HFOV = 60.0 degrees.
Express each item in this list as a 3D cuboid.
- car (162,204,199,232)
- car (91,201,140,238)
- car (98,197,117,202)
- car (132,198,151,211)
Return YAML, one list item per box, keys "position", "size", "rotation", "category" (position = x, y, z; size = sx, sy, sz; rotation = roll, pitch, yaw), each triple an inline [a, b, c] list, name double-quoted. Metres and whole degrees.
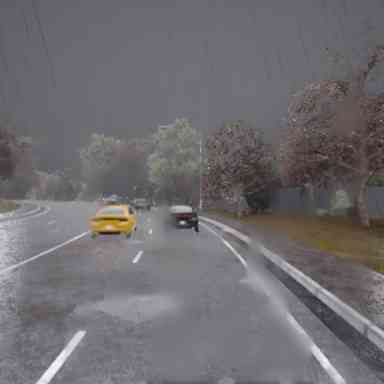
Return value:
- position: [-0.754, 1.477, 20.045]
  size: [1.882, 1.535, 5.008]
  rotation: [0, 0, -6]
  category: "car"
- position: [-4.013, 1.460, 17.642]
  size: [1.882, 1.535, 5.008]
  rotation: [0, 0, -5]
  category: "car"
- position: [-10.192, 1.438, 40.511]
  size: [1.837, 1.490, 4.892]
  rotation: [2, 0, -25]
  category: "car"
- position: [-6.503, 1.502, 40.831]
  size: [2.128, 1.511, 4.902]
  rotation: [1, 0, -24]
  category: "car"
